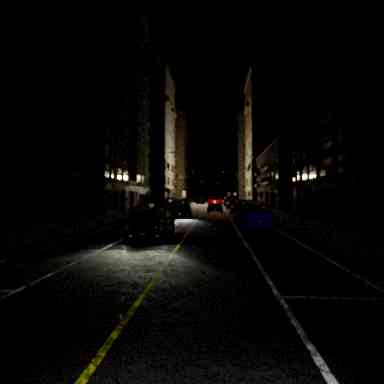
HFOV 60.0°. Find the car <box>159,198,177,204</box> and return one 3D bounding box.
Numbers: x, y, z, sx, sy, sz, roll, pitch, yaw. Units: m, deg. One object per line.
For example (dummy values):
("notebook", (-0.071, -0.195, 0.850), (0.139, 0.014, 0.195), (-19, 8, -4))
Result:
("car", (-3.290, 1.722, 38.611), (1.967, 1.590, 4.097), (1, 0, 4))

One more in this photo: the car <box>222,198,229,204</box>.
("car", (8.360, 2.151, 83.463), (1.752, 1.417, 4.829), (1, 0, 4))

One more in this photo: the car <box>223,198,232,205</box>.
("car", (7.577, 2.067, 72.144), (1.752, 1.417, 4.829), (1, 0, 4))

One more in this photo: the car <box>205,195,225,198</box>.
("car", (3.479, 1.596, 50.246), (2.150, 2.045, 5.566), (0, 0, 4))

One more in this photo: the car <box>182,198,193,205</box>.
("car", (-0.940, 2.083, 72.566), (1.887, 1.381, 4.507), (1, 0, 4))

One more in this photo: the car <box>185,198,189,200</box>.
("car", (-2.116, 1.961, 55.588), (2.008, 1.369, 4.403), (1, 0, 4))

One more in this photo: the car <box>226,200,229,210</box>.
("car", (5.214, 1.866, 38.015), (1.802, 1.307, 4.206), (1, 0, 4))

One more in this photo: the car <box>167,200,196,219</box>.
("car", (-0.981, 1.797, 32.148), (1.994, 1.385, 4.181), (0, 0, 4))

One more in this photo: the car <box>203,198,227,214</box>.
("car", (2.794, 1.791, 40.349), (2.128, 1.511, 4.902), (0, 0, 4))

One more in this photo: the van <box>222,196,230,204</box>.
("van", (7.959, 1.924, 77.635), (1.690, 1.788, 3.998), (1, 0, 4))

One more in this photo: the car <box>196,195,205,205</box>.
("car", (1.764, 2.000, 70.349), (1.882, 1.535, 5.008), (0, 0, 4))

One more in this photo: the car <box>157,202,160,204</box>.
("car", (-4.074, 1.778, 27.292), (1.802, 1.307, 4.206), (1, 0, 4))

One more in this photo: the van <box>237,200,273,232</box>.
("van", (4.041, 1.498, 21.039), (1.690, 1.788, 3.998), (1, 0, 4))

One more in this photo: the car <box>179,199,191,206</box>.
("car", (-1.332, 2.062, 66.907), (1.947, 1.339, 4.313), (1, 0, 4))

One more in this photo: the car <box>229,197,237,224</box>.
("car", (4.433, 1.514, 26.698), (2.192, 1.841, 5.009), (1, 0, 4))

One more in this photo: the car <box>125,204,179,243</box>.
("car", (-2.012, 1.601, 17.183), (1.882, 1.535, 5.008), (0, -1, 4))

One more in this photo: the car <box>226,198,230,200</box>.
("car", (5.997, 1.936, 49.335), (1.947, 1.339, 4.313), (1, 0, 4))
